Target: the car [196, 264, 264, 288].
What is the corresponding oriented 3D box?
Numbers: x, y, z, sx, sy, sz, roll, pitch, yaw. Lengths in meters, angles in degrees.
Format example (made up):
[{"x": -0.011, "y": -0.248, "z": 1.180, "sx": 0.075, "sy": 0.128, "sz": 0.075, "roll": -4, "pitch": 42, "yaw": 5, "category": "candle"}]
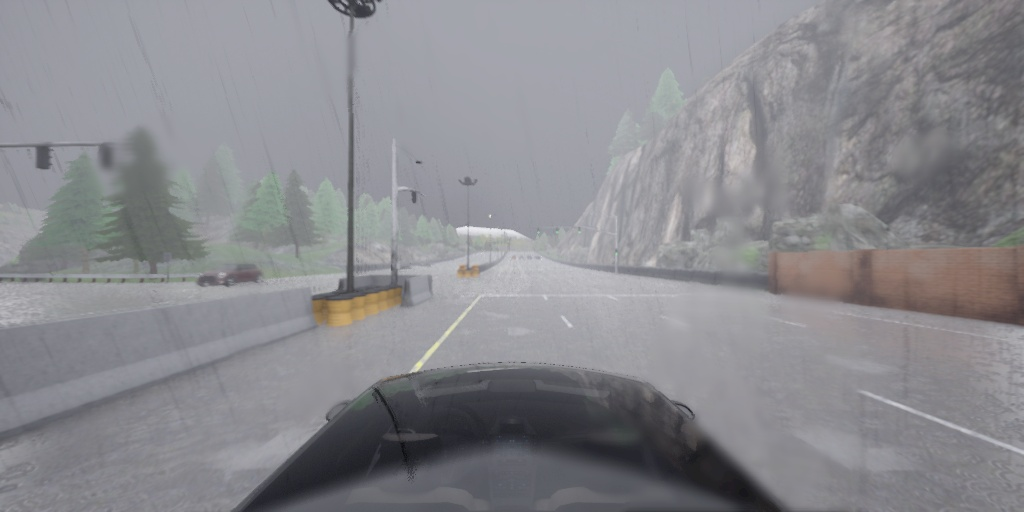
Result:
[{"x": -20.998, "y": 1.382, "z": 26.953, "sx": 2.097, "sy": 1.767, "sz": 4.553, "roll": 0, "pitch": -1, "yaw": 0, "category": "car"}]
